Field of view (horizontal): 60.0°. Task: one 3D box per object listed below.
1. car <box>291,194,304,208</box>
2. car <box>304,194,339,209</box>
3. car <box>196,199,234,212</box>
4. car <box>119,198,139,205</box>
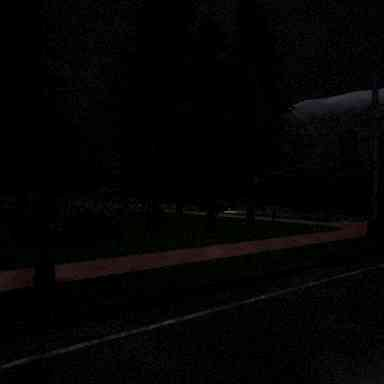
[{"bbox_3d":[14.947,1.145,44.024,3.866,1.878,1.905,0,0,-37],"label":"car"},{"bbox_3d":[16.764,1.143,42.243,4.605,1.855,1.932,0,0,-37],"label":"car"},{"bbox_3d":[2.639,1.522,39.551,2.033,1.411,5.357,0,0,-37],"label":"car"},{"bbox_3d":[-10.776,1.540,56.796,1.994,1.385,4.181,0,0,-42],"label":"car"}]
